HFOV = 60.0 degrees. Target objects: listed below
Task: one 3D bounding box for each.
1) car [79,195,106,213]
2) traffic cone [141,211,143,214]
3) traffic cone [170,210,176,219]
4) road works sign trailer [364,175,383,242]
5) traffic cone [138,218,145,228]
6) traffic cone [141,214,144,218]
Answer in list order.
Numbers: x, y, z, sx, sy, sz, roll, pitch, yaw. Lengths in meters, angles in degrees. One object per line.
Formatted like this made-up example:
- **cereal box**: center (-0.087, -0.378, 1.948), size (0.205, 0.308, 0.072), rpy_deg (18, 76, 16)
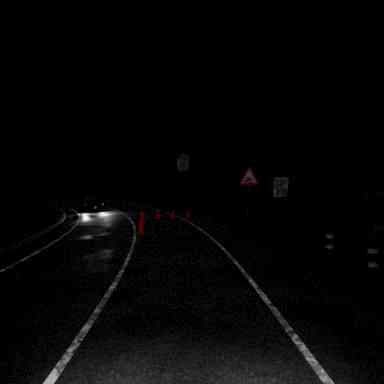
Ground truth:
- **car**: center (-8.954, 0.998, 29.598), size (1.812, 1.442, 4.674), rpy_deg (-3, 2, -24)
- **traffic cone**: center (-2.957, 1.557, 19.702), size (0.340, 0.580, 0.340), rpy_deg (-1, 2, -8)
- **traffic cone**: center (-1.258, 1.453, 21.944), size (0.340, 0.580, 0.340), rpy_deg (-1, 2, -7)
- **road works sign trailer**: center (7.393, 0.813, 10.789), size (2.380, 2.880, 3.560), rpy_deg (43, 2, -1)
- **traffic cone**: center (-2.411, 1.661, 15.740), size (0.340, 0.580, 0.340), rpy_deg (-1, 2, -8)
- **traffic cone**: center (-2.684, 1.609, 17.721), size (0.340, 0.580, 0.340), rpy_deg (-1, 2, -8)
